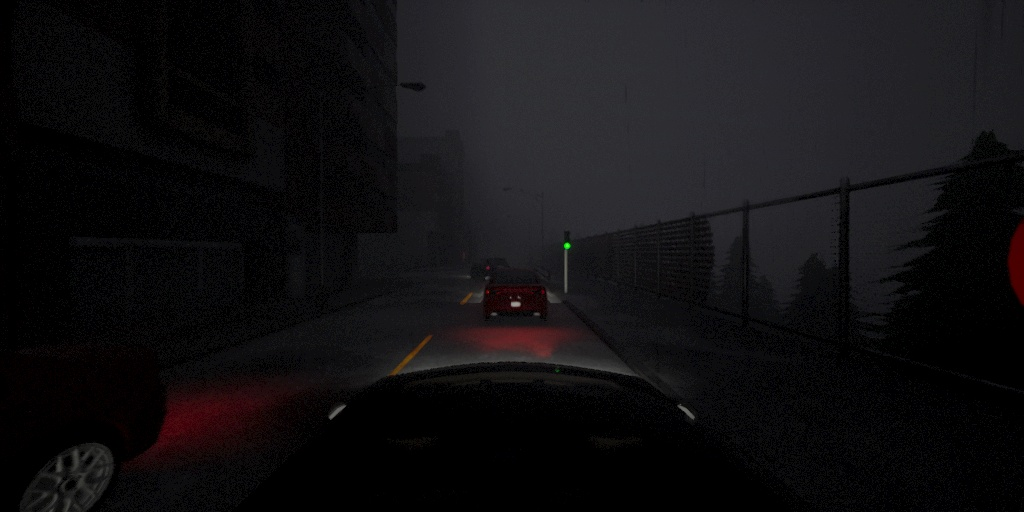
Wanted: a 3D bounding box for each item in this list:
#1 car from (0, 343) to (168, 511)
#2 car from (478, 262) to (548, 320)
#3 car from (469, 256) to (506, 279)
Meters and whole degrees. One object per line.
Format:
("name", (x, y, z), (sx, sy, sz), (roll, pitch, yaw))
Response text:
("car", (-4.095, 1.233, 1.136), (1.882, 1.535, 5.008), (0, 1, 0))
("car", (0.096, 1.128, 12.163), (1.882, 1.535, 5.008), (0, 1, 0))
("car", (-1.665, 0.865, 26.534), (2.097, 1.767, 4.553), (0, 1, -21))
